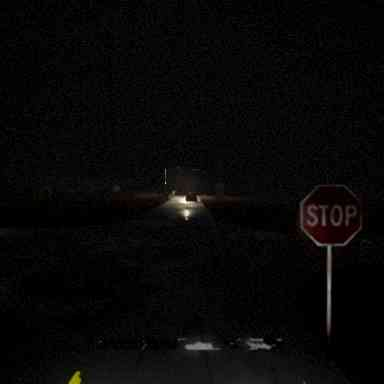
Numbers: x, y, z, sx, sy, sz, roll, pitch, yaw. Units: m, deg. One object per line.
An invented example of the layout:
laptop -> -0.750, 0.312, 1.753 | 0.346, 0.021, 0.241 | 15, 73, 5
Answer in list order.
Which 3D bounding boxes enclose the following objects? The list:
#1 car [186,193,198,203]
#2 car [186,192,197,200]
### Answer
car -> -0.084, 0.969, 60.469 | 2.097, 1.767, 4.553 | 0, 1, 0
car -> -0.098, 0.868, 70.533 | 2.128, 1.511, 4.902 | 0, 1, 0
